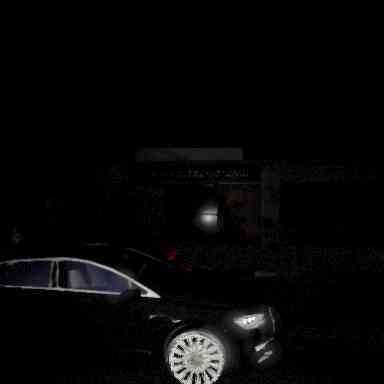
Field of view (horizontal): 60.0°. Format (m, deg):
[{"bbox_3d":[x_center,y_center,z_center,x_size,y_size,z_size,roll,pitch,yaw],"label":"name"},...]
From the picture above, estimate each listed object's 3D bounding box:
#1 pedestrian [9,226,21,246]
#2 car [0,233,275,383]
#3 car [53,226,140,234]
[{"bbox_3d":[-5.804,1.709,10.999,0.500,1.100,0.500,0,-1,5],"label":"pedestrian"},{"bbox_3d":[-1.353,1.513,4.763,4.902,1.511,2.128,0,-1,5],"label":"car"},{"bbox_3d":[-2.704,1.570,7.835,5.008,1.535,1.882,0,-1,5],"label":"car"}]
